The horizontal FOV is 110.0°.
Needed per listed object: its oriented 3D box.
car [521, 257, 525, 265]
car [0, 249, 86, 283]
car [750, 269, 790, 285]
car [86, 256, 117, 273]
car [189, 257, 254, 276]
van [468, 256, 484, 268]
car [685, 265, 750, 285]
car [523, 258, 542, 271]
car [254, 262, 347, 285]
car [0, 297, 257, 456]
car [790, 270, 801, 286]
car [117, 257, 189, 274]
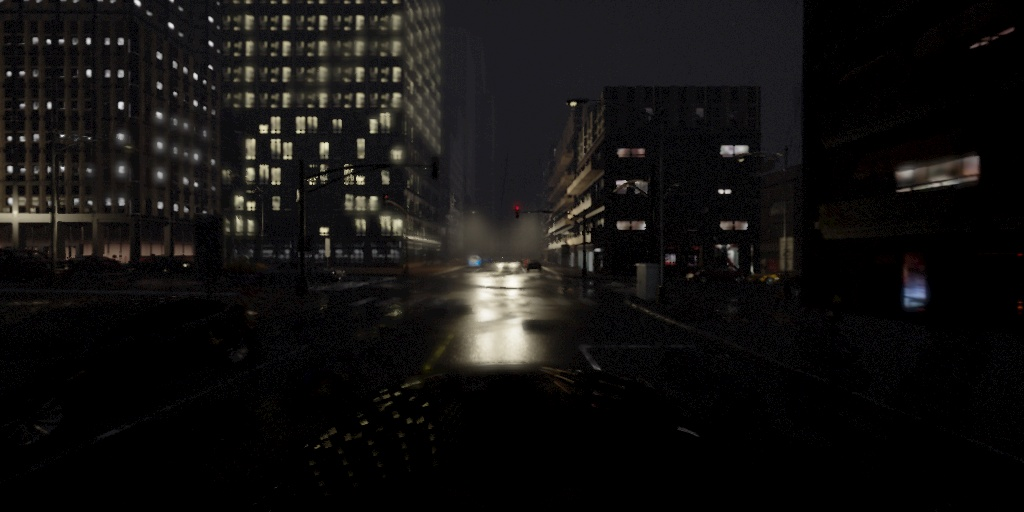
[{"bbox_3d":[2.723,1.095,54.705,1.888,1.381,4.507,0,0,0],"label":"car"},{"bbox_3d":[-27.375,0.522,19.679,5.009,1.841,2.192,0,0,-1],"label":"car"},{"bbox_3d":[21.381,1.592,28.585,4.829,1.417,1.751,0,0,-1],"label":"car"},{"bbox_3d":[-33.092,0.626,27.999,4.207,1.307,1.802,0,0,-1],"label":"car"},{"bbox_3d":[-22.028,0.778,28.205,4.829,1.417,1.751,0,0,-1],"label":"car"},{"bbox_3d":[-5.657,0.891,54.710,1.690,1.789,3.998,0,0,0],"label":"van"},{"bbox_3d":[16.029,1.403,28.527,4.097,1.591,1.967,0,0,-1],"label":"car"},{"bbox_3d":[2.717,1.151,44.738,1.948,1.339,4.313,0,0,0],"label":"car"},{"bbox_3d":[-13.024,1.058,22.518,4.718,1.301,1.895,1,0,-1],"label":"car"},{"bbox_3d":[-5.688,1.303,5.099,1.948,1.339,4.313,0,0,0],"label":"car"},{"bbox_3d":[23.377,1.644,26.007,4.674,1.442,1.812,1,0,-1],"label":"car"},{"bbox_3d":[-27.473,0.714,28.059,4.313,1.339,1.948,0,0,-1],"label":"car"}]
